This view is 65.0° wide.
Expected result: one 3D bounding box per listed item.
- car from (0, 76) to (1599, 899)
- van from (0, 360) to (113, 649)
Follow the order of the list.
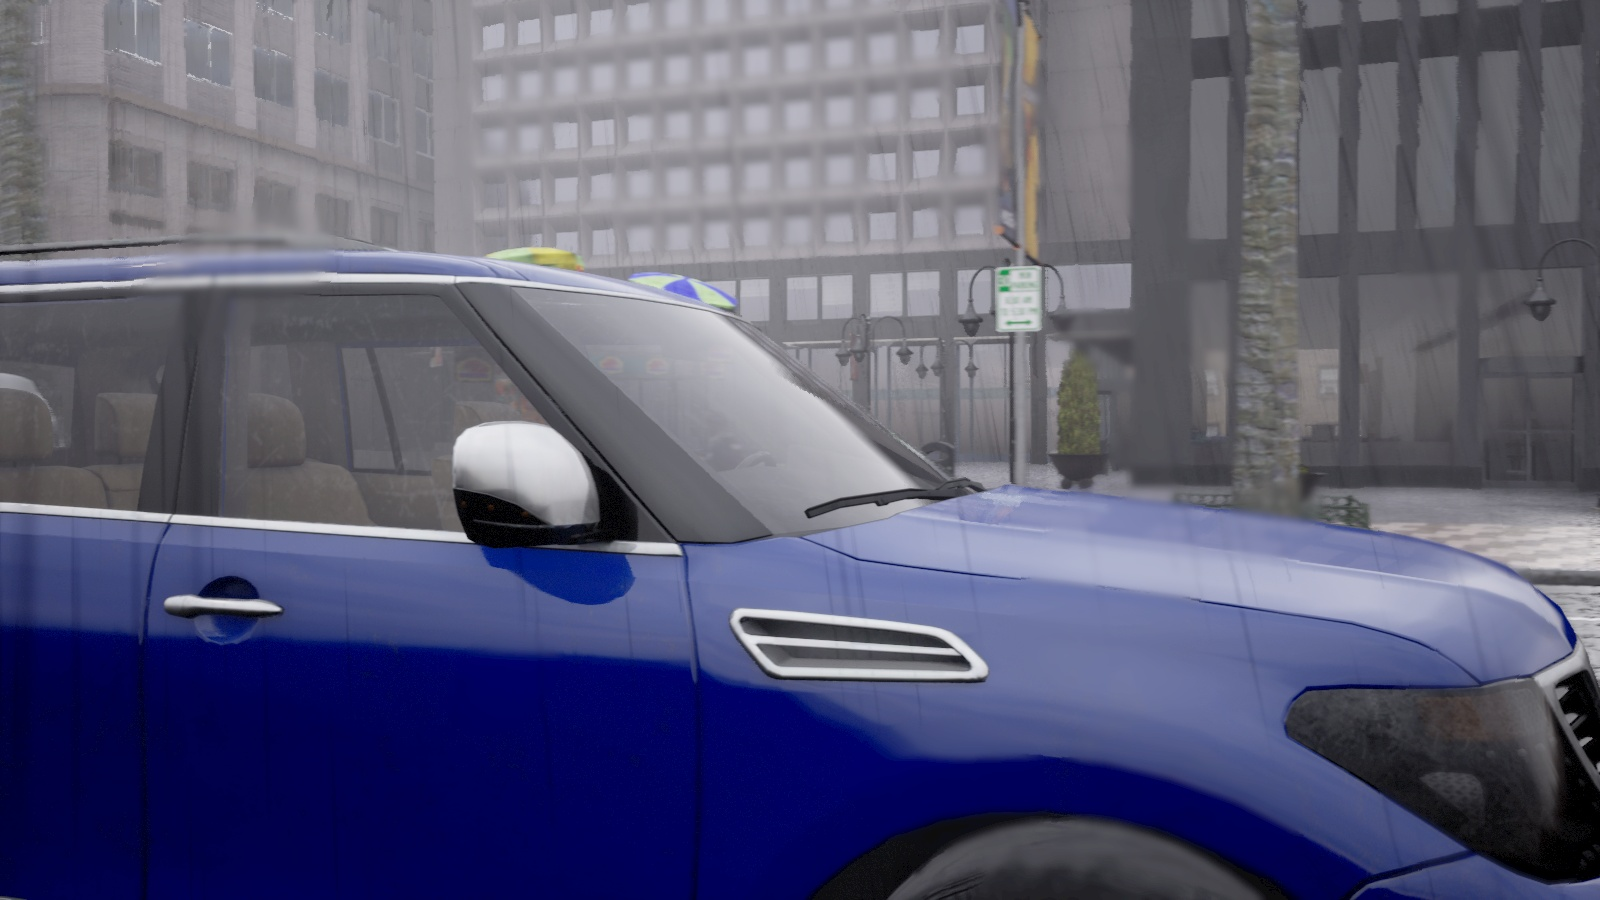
[{"bbox_3d":[-0.933,0.486,3.503,5.566,2.045,2.150,1,1,19],"label":"car"},{"bbox_3d":[-7.801,0.368,9.507,4.480,2.038,2.069,1,1,19],"label":"van"}]
